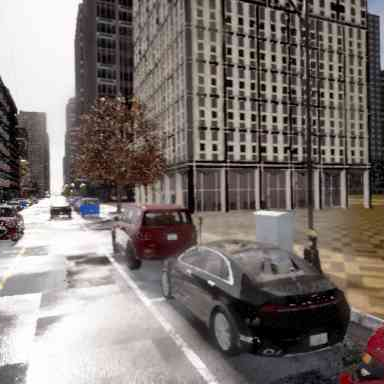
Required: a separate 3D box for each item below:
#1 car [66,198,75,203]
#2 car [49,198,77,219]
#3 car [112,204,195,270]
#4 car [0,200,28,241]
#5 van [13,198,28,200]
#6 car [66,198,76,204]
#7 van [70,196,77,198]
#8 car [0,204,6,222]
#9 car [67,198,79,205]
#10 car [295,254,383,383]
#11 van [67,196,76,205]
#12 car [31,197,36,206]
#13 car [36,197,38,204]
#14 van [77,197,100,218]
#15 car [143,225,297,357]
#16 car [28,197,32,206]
[{"bbox_3d":[-31.095,2.158,84.769,2.008,1.369,4.403,-1,0,-22],"label":"car"},{"bbox_3d":[-12.545,1.684,31.861,2.128,1.511,4.902,-1,0,-22],"label":"car"},{"bbox_3d":[-1.430,1.326,11.244,2.192,1.841,5.009,-1,0,-22],"label":"car"},{"bbox_3d":[-9.836,1.496,16.860,2.097,1.767,4.553,-1,0,-22],"label":"car"},{"bbox_3d":[-26.154,1.774,50.123,1.690,1.788,3.998,-1,0,-22],"label":"van"},{"bbox_3d":[-28.976,2.100,79.516,1.887,1.381,4.507,-1,0,-22],"label":"car"},{"bbox_3d":[-16.265,1.604,48.006,1.690,1.788,3.998,-1,0,-22],"label":"van"},{"bbox_3d":[-17.674,1.842,29.115,1.947,1.339,4.313,-1,0,-22],"label":"car"},{"bbox_3d":[-24.738,2.002,69.011,2.008,1.369,4.403,-1,0,-22],"label":"car"},{"bbox_3d":[2.809,1.270,0.742,2.192,1.841,5.009,-1,0,-22],"label":"car"},{"bbox_3d":[-26.860,1.845,74.264,1.690,1.788,3.998,-1,0,-22],"label":"van"},{"bbox_3d":[-32.445,2.102,65.717,1.752,1.417,4.829,-1,0,-22],"label":"car"},{"bbox_3d":[-34.627,2.181,71.128,2.008,1.369,4.403,-1,0,-22],"label":"car"},{"bbox_3d":[-9.907,1.490,32.252,1.690,1.788,3.998,-1,0,-22],"label":"van"},{"bbox_3d":[0.692,1.533,5.994,2.008,1.369,4.403,-1,0,-22],"label":"car"},{"bbox_3d":[-28.270,2.029,55.372,2.008,1.369,4.403,-1,0,-22],"label":"car"}]
